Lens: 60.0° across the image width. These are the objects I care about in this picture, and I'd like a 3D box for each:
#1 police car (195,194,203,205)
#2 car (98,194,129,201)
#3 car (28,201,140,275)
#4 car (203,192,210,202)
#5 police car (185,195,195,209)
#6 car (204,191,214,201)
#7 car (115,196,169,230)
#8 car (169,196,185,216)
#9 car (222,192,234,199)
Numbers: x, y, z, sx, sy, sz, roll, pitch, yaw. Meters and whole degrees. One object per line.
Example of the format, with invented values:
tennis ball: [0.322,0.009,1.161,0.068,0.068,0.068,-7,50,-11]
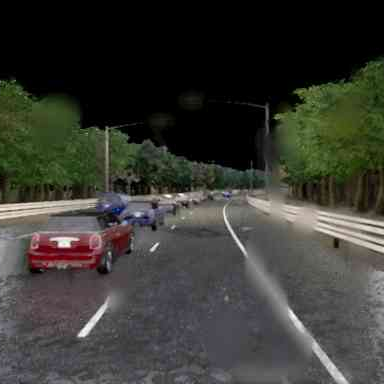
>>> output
police car: [0.104,1.297,53.107,2.038,1.542,4.974,0,0,8]
car: [-5.949,1.163,26.673,2.150,2.045,5.566,0,0,4]
car: [-3.200,1.330,10.595,2.097,1.767,4.553,0,0,2]
car: [1.694,1.260,63.849,2.033,1.411,5.357,0,0,9]
police car: [-1.187,1.296,42.435,1.930,1.638,5.238,0,0,6]
car: [3.578,0.855,74.571,2.150,2.045,5.566,0,0,11]
car: [-2.936,1.310,20.653,2.097,1.767,4.553,0,0,3]
car: [-2.211,1.424,31.517,2.128,1.511,4.902,0,0,5]
car: [8.766,0.853,83.321,1.882,1.535,5.008,0,1,13]
